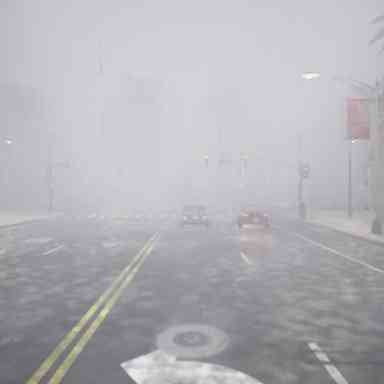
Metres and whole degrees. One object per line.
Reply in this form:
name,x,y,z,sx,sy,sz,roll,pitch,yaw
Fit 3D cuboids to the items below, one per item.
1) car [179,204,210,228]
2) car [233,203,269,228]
car,0.143,1.458,21.165,2.033,1.411,5.357,0,0,0
car,3.677,1.437,21.183,1.812,1.442,4.674,0,0,1
